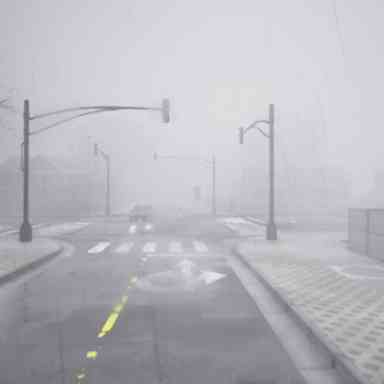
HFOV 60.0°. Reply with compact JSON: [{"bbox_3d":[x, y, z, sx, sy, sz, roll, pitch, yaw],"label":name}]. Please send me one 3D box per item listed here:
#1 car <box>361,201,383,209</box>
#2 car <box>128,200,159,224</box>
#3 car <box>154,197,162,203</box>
[{"bbox_3d":[17.723,1.566,30.136,4.892,1.490,1.837,0,-1,-3],"label":"car"},{"bbox_3d":[-3.895,1.663,26.456,2.033,1.411,5.357,0,0,-4],"label":"car"},{"bbox_3d":[-7.688,1.865,74.583,1.895,1.301,4.718,0,0,-4],"label":"car"}]
